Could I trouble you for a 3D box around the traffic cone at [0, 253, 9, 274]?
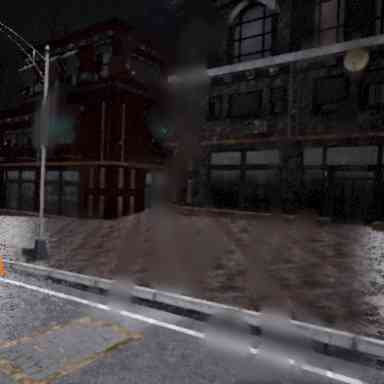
[{"bbox_3d":[-5.754,2.141,9.989,0.340,0.580,0.340,-1,-1,36],"label":"traffic cone"}]
